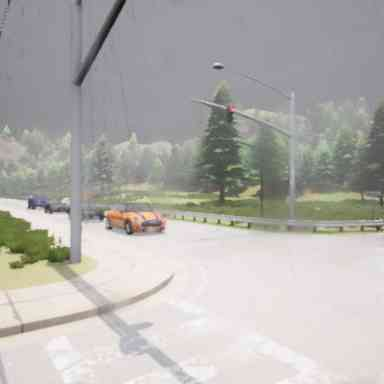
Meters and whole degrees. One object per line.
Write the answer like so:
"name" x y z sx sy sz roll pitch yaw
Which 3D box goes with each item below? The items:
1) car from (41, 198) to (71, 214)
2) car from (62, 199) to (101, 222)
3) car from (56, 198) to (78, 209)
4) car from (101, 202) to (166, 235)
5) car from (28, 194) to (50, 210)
"car" -14.348 1.603 35.426 1.994 1.385 4.181 0 0 -35
"car" -8.720 1.587 27.215 2.033 1.411 5.357 0 0 -35
"car" -17.471 1.570 46.528 1.812 1.442 4.674 0 0 -34
"car" -3.335 1.391 19.360 2.097 1.767 4.553 0 0 -34
"car" -20.204 1.260 44.041 2.150 2.045 5.566 0 0 -34
